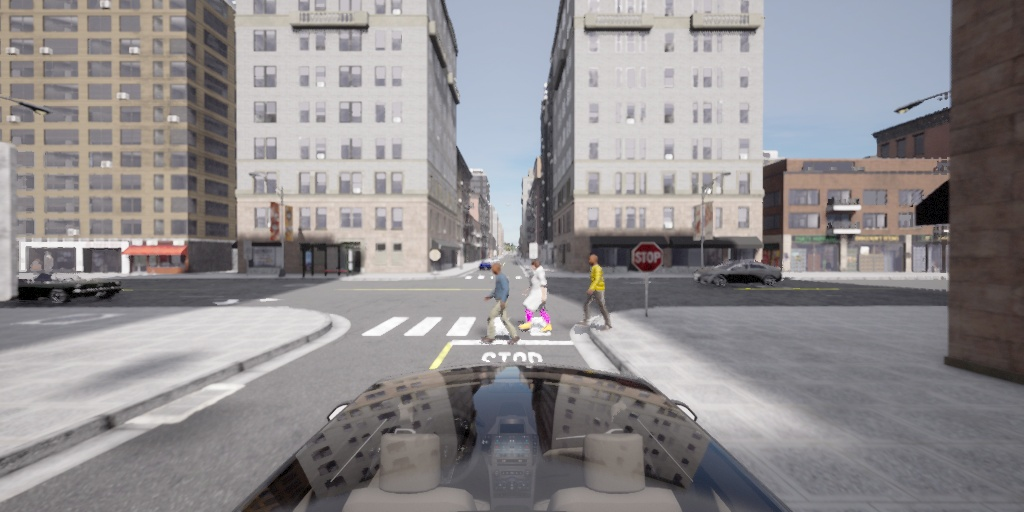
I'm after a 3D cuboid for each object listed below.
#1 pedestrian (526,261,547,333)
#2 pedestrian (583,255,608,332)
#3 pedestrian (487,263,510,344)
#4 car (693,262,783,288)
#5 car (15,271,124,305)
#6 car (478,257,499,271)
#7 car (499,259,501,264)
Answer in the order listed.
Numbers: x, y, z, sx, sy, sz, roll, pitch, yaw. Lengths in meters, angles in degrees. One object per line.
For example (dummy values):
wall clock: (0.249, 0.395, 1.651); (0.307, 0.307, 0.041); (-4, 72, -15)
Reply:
pedestrian: (0.624, 0.996, 9.053); (0.375, 1.860, 0.375); (0, 0, 0)
pedestrian: (1.962, 0.844, 8.451); (0.375, 1.860, 0.375); (0, 0, 0)
pedestrian: (-0.296, 1.004, 7.853); (0.375, 1.860, 0.375); (0, 0, 0)
car: (13.664, 1.090, 21.843); (4.902, 1.511, 2.128); (0, 0, 0)
car: (-19.580, 1.298, 15.142); (4.718, 1.301, 1.895); (0, 0, 0)
car: (-2.991, 1.095, 43.397); (1.895, 1.301, 4.718); (0, 0, 0)
car: (-2.944, 0.926, 59.389); (1.812, 1.442, 4.674); (0, 0, 1)
